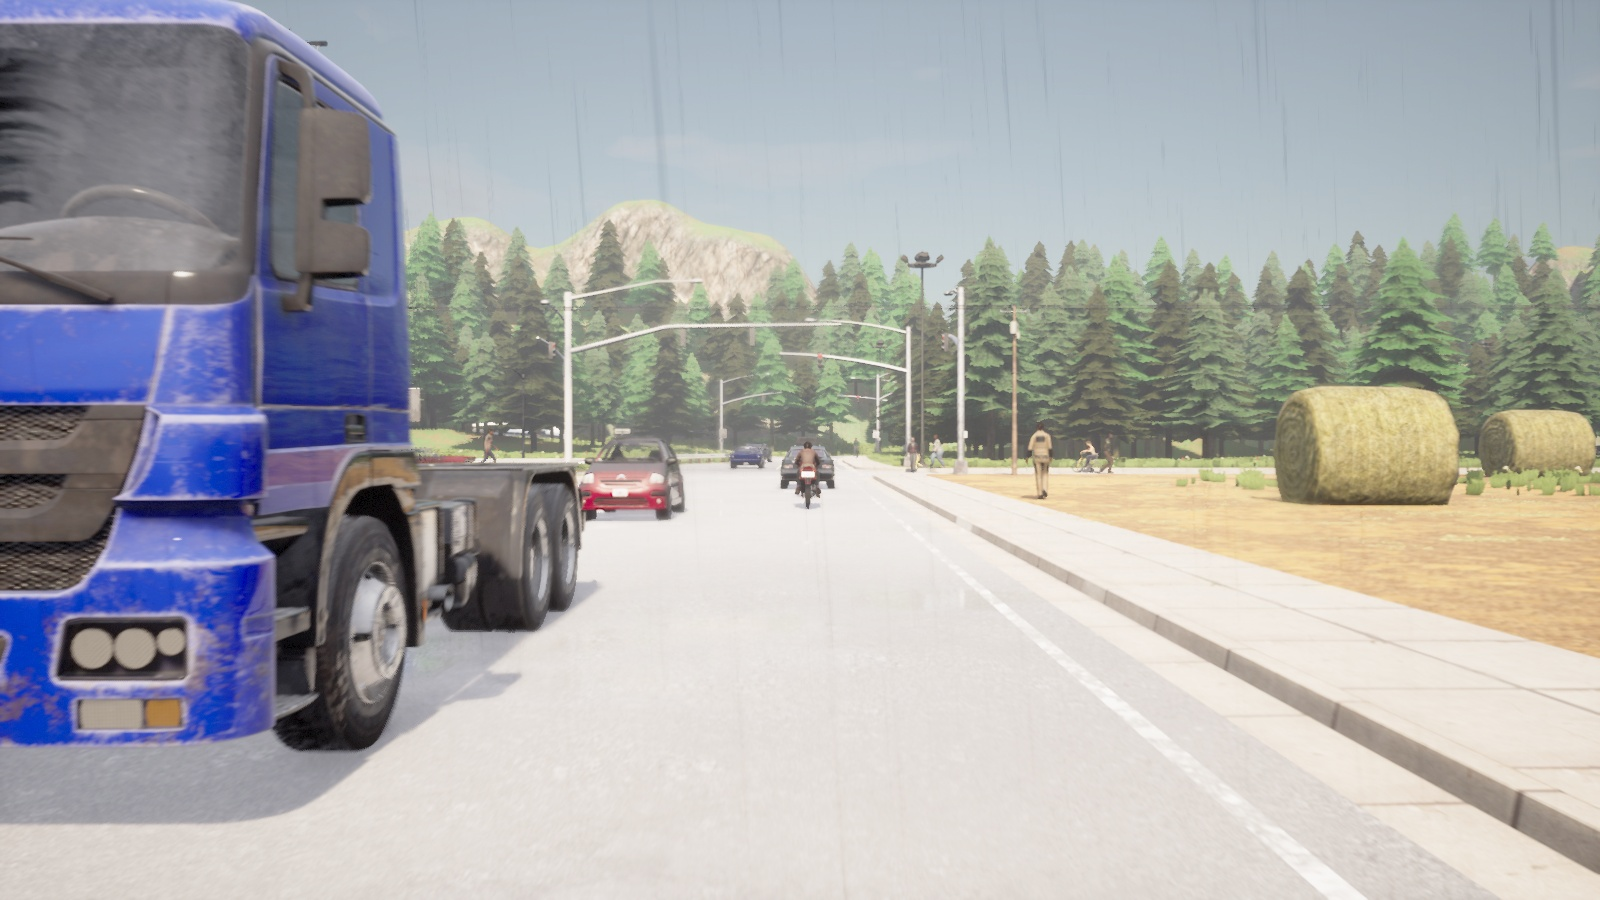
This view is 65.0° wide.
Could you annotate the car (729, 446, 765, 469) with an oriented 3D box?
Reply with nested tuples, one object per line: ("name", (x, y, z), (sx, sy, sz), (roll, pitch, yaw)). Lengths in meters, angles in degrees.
("car", (-3.069, 0.432, 73.207), (1.895, 1.301, 4.718), (0, 0, 0))

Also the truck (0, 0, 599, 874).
("truck", (-3.436, -0.282, 8.319), (2.891, 3.462, 7.936), (0, 0, 0))

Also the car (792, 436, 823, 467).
("car", (0.461, 0.101, 78.340), (1.905, 1.878, 3.866), (0, 0, 0))

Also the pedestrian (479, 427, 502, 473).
("pedestrian", (-12.156, -0.003, 49.294), (0.869, 1.805, 0.328), (0, 0, -18))

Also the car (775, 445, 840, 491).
("car", (0.257, 0.553, 42.171), (2.033, 1.411, 5.357), (0, 0, 0))

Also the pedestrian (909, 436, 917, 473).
("pedestrian", (5.705, 0.213, 63.243), (0.376, 1.854, 0.720), (0, 0, 2))

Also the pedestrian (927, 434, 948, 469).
("pedestrian", (7.300, 0.058, 66.840), (0.900, 1.855, 0.874), (0, 0, -9))

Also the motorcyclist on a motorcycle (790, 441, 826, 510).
("motorcyclist on a motorcycle", (0.179, 0.566, 28.794), (0.797, 1.523, 2.044), (0, 0, 0))

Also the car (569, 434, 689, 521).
("car", (-3.341, 0.497, 25.286), (1.851, 1.617, 3.988), (0, 0, 0))

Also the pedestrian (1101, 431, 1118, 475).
("pedestrian", (13.439, 0.122, 54.569), (0.692, 1.930, 0.395), (0, 0, 18))

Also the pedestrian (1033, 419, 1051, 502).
("pedestrian", (5.692, 0.242, 29.511), (0.396, 1.930, 0.692), (0, 0, 13))

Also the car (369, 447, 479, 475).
("car", (-17.992, 0.520, 60.264), (4.718, 1.301, 1.895), (0, 0, 1))

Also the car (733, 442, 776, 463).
("car", (-3.386, 0.170, 93.965), (2.128, 1.511, 4.902), (0, 0, 12))
